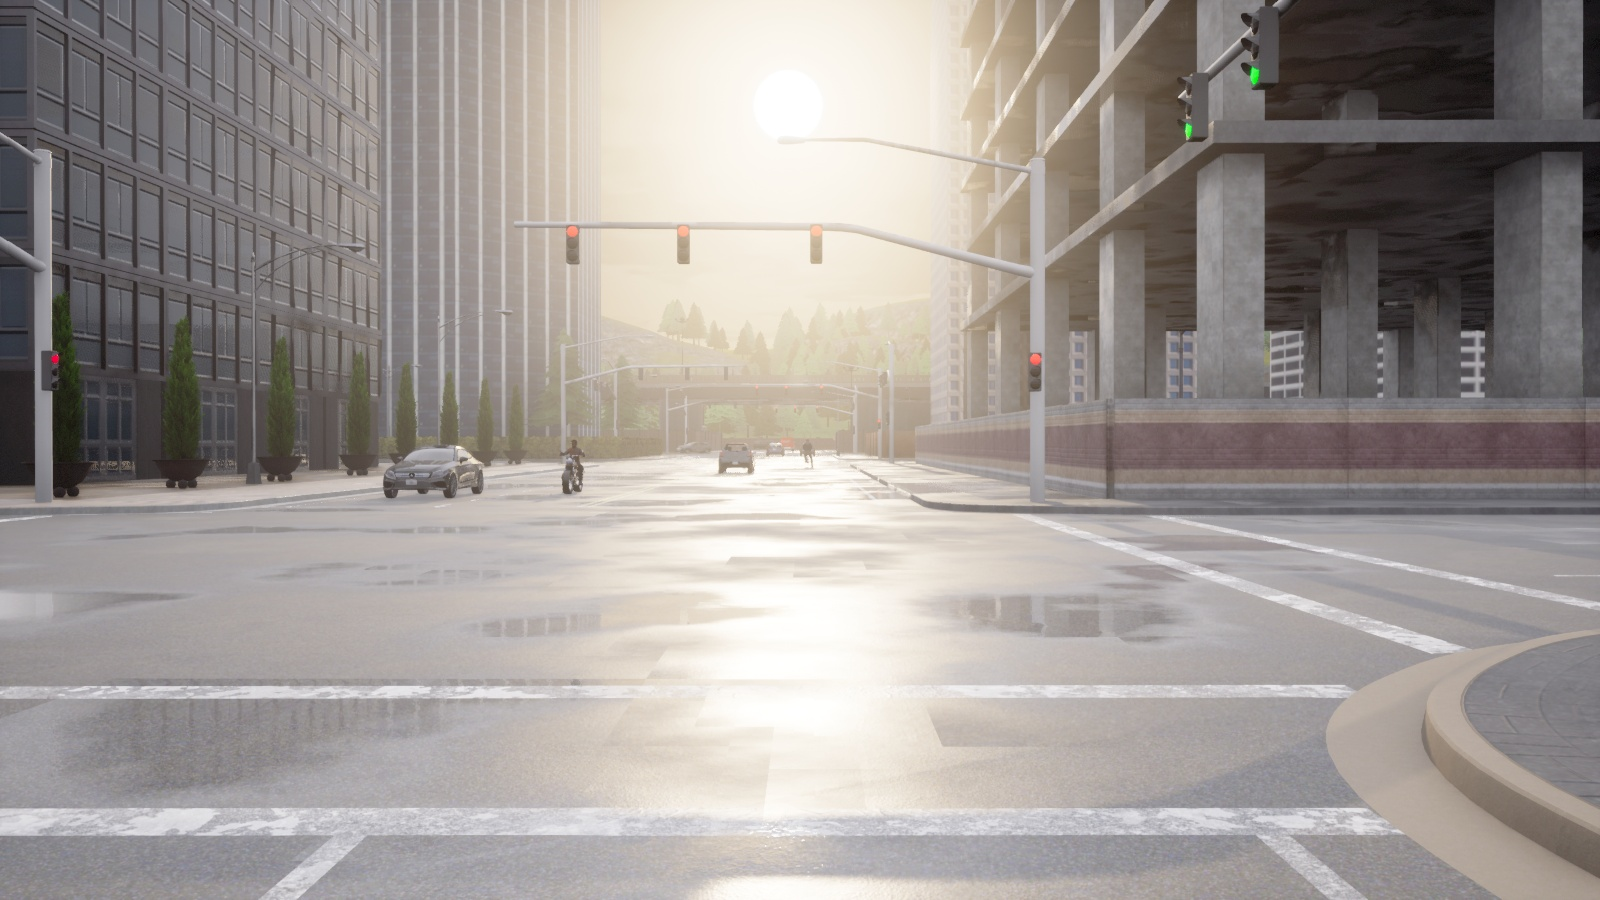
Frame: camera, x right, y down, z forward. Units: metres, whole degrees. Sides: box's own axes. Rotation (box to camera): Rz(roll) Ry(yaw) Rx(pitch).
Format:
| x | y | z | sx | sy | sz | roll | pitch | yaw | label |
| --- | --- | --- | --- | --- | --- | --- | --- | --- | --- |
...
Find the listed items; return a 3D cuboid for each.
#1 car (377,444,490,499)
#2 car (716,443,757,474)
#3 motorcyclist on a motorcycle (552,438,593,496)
| x | y | z | sx | sy | sz | roll | pitch | yaw | label |
| --- | --- | --- | --- | --- | --- | --- | --- | --- | --- |
| -10.276 | 0.563 | 35.566 | 1.812 | 1.442 | 4.674 | 0 | 0 | 0 | car |
| -3.117 | 0.405 | 62.496 | 1.845 | 1.501 | 3.633 | 0 | 0 | 0 | car |
| -6.765 | 0.480 | 37.403 | 0.766 | 1.649 | 2.350 | 0 | 0 | 0 | motorcyclist on a motorcycle |
